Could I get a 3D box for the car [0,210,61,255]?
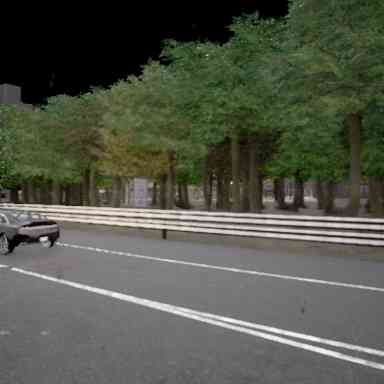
[{"bbox_3d":[-7.328,1.498,13.419,4.902,1.511,2.128,0,0,35],"label":"car"}]
